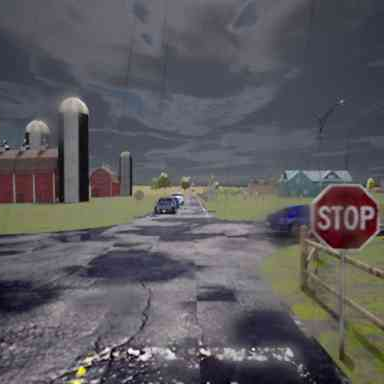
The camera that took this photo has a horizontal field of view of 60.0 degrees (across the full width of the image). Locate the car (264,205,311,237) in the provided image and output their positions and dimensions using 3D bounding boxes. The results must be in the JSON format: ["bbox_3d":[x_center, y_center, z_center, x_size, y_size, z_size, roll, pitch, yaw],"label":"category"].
[{"bbox_3d":[6.015,1.376,16.970,4.674,1.442,1.812,-1,1,-12],"label":"car"}]

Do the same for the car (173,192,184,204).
[{"bbox_3d":[-2.644,1.131,58.206,2.150,2.045,5.566,0,2,1],"label":"car"}]

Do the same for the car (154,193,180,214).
[{"bbox_3d":[-2.738,1.302,34.974,2.097,1.767,4.553,0,0,0],"label":"car"}]

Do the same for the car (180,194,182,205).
[{"bbox_3d":[-2.706,1.414,45.245,1.882,1.535,5.008,0,0,1],"label":"car"}]
